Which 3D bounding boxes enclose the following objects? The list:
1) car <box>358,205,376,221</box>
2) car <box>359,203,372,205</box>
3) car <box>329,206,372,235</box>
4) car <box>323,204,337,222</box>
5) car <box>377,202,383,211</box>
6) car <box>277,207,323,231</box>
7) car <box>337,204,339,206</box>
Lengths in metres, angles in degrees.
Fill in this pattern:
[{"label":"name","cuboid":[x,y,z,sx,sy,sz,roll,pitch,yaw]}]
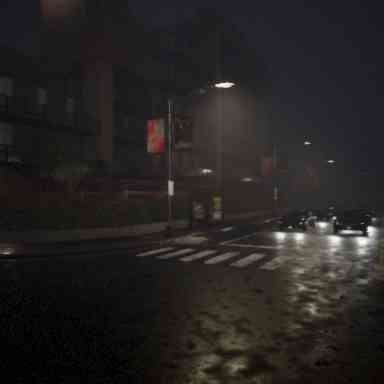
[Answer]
[{"label":"car","cuboid":[14.944,2.058,29.540,1.895,1.301,4.718,-1,-1,30]},{"label":"car","cuboid":[20.092,2.094,38.539,1.837,1.490,4.892,-1,-1,30]},{"label":"car","cuboid":[10.407,1.867,21.648,1.812,1.442,4.674,-1,-1,30]},{"label":"car","cuboid":[12.354,2.090,32.049,1.994,1.385,4.181,-1,-1,31]},{"label":"car","cuboid":[31.662,2.346,54.211,2.033,1.411,5.357,-1,-1,18]},{"label":"car","cuboid":[7.742,1.956,24.041,2.033,1.411,5.357,-1,-1,30]},{"label":"car","cuboid":[17.321,2.218,40.750,1.994,1.385,4.181,-1,-1,30]}]
